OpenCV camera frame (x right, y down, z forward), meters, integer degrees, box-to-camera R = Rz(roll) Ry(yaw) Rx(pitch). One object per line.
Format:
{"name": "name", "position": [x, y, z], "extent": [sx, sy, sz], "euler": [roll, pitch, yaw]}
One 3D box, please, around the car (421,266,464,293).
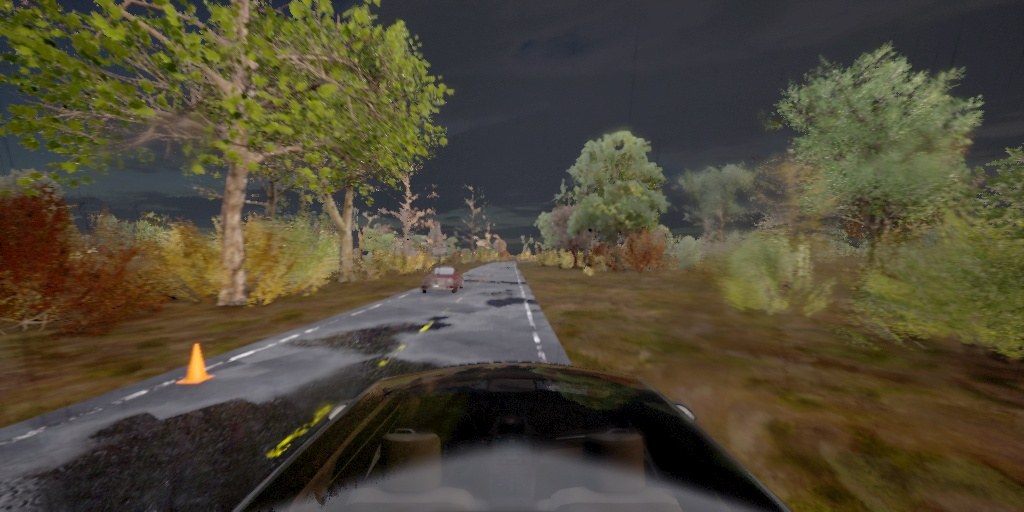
{"name": "car", "position": [-3.911, 1.291, 20.799], "extent": [1.812, 1.442, 4.674], "euler": [0, 0, 0]}

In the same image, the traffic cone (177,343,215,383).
{"name": "traffic cone", "position": [-5.102, 1.707, 5.799], "extent": [0.340, 0.580, 0.340], "euler": [0, 0, 0]}
